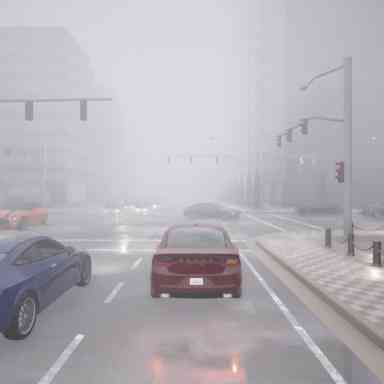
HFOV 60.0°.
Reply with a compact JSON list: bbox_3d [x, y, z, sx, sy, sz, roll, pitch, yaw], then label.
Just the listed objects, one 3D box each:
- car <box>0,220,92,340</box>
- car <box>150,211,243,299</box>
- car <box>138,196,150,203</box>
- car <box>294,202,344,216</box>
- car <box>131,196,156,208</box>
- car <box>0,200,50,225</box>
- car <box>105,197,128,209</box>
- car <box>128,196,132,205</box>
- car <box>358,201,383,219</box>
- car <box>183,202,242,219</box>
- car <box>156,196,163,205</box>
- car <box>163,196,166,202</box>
[{"bbox_3d":[-3.417,1.526,6.407,1.812,1.442,4.674,0,0,0],"label":"car"},{"bbox_3d":[0.097,1.478,8.535,1.882,1.535,5.008,0,0,0],"label":"car"},{"bbox_3d":[-10.358,1.552,71.708,1.994,1.385,4.181,0,0,0],"label":"car"},{"bbox_3d":[12.044,1.545,30.959,4.718,1.301,1.895,0,0,1],"label":"car"},{"bbox_3d":[-7.000,1.491,48.682,2.128,1.511,4.902,0,0,0],"label":"car"},{"bbox_3d":[-10.563,1.339,20.311,2.097,1.767,4.553,0,0,0],"label":"car"},{"bbox_3d":[-10.508,1.504,45.595,1.837,1.490,4.892,0,0,0],"label":"car"},{"bbox_3d":[-10.469,1.488,57.315,2.128,1.511,4.902,0,0,0],"label":"car"},{"bbox_3d":[16.335,1.436,27.413,4.902,1.511,2.128,0,0,0],"label":"car"},{"bbox_3d":[1.481,1.478,25.323,4.674,1.442,1.812,0,1,30],"label":"car"},{"bbox_3d":[-6.953,1.490,60.013,2.128,1.511,4.902,0,0,0],"label":"car"},{"bbox_3d":[-6.853,1.595,73.988,1.895,1.301,4.718,0,0,0],"label":"car"}]
